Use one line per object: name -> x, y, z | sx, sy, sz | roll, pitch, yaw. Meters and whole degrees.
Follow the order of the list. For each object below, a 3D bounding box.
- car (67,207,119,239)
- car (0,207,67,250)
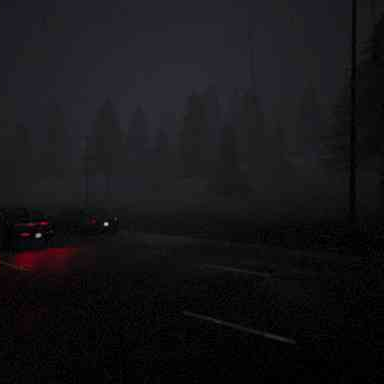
car -> -5.594, 1.438, 16.535 | 4.181, 1.385, 1.994 | 1, 0, 36
car -> -7.627, 1.365, 13.685 | 4.902, 1.511, 2.128 | 1, 0, 36
